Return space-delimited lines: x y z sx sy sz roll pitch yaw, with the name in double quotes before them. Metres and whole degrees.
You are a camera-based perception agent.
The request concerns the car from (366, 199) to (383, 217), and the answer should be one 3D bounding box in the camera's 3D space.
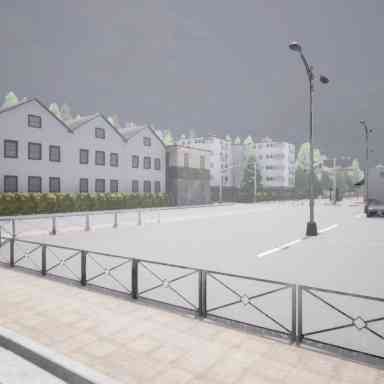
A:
"car" 15.380 1.298 26.835 2.007 1.523 4.514 0 0 35
